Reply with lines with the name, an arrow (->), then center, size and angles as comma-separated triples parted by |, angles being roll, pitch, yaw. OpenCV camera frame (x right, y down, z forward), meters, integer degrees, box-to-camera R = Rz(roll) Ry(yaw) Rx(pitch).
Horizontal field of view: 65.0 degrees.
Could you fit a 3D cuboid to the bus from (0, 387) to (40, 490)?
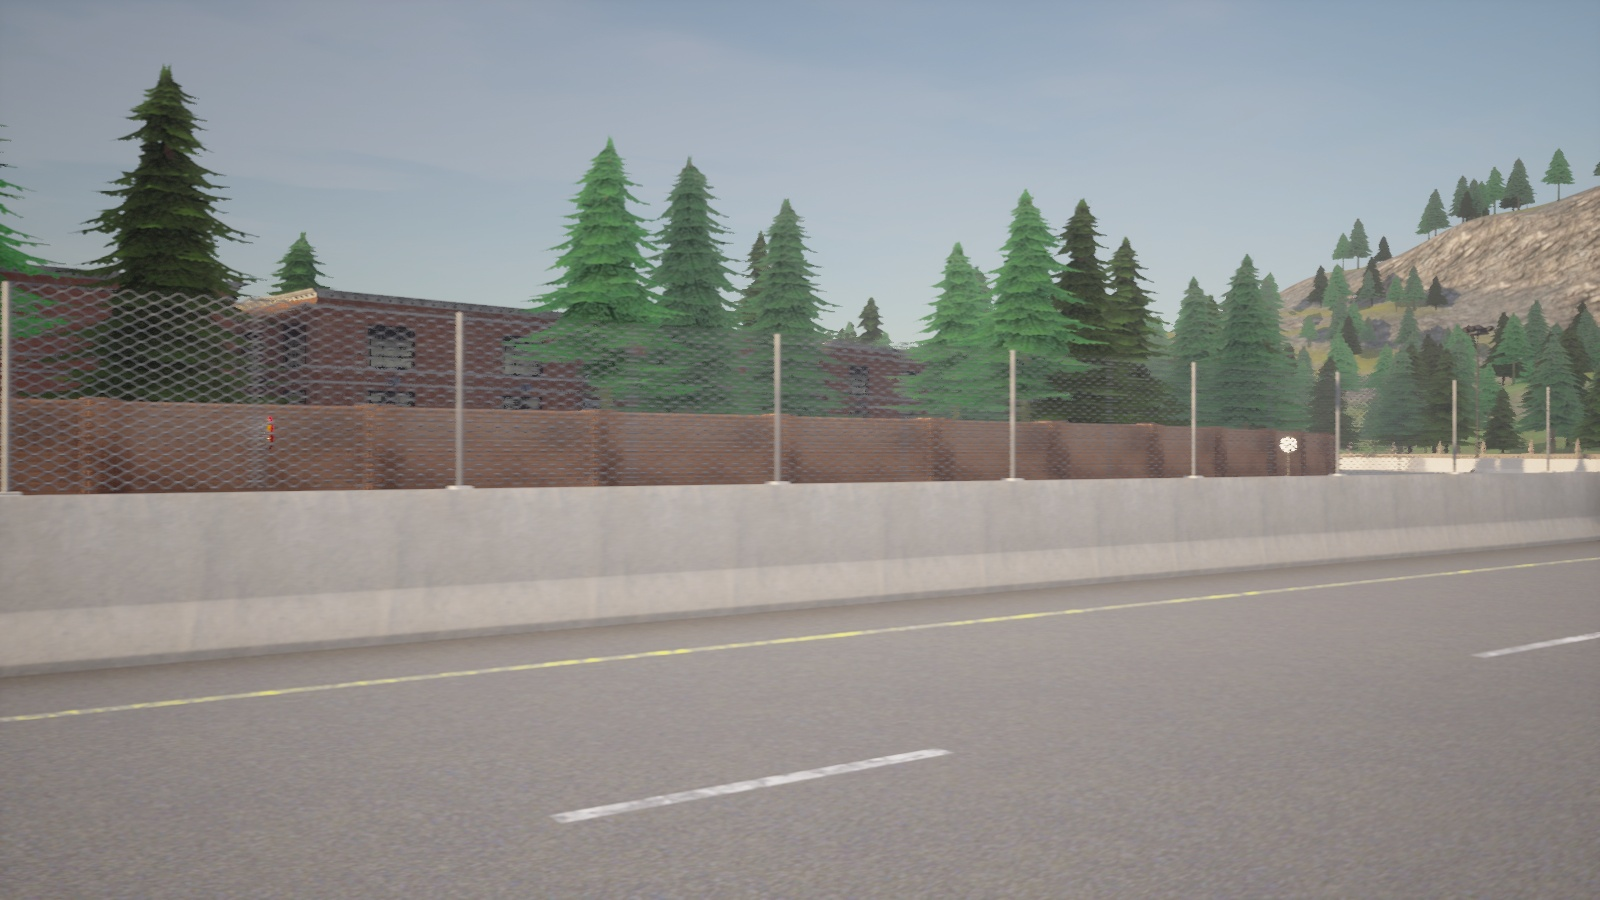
bus -> -37.025, -0.467, 50.898 | 10.273, 4.253, 3.944 | 0, 0, -38
